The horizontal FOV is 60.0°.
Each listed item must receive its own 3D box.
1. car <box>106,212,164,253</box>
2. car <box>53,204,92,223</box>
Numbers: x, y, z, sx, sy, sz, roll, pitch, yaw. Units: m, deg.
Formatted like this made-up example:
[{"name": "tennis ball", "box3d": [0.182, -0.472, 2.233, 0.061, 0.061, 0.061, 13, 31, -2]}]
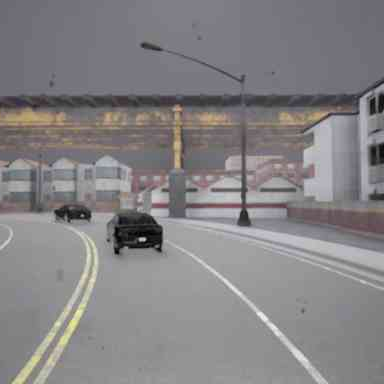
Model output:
[{"name": "car", "box3d": [-2.612, 1.586, 14.456, 1.882, 1.535, 5.008, 0, 0, -19]}, {"name": "car", "box3d": [-10.131, 1.732, 28.033, 1.882, 1.535, 5.008, 1, -1, -39]}]
